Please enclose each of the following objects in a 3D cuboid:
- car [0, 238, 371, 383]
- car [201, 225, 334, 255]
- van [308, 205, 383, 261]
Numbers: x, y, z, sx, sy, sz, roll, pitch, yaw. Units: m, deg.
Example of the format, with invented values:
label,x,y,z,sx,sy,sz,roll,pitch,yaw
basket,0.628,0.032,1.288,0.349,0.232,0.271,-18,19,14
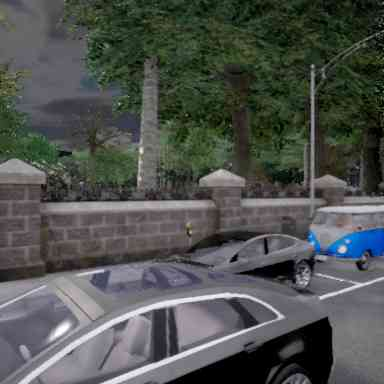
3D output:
label,x,y,z,sx,sy,sz,roll,pitch,yaw
car,-0.779,1.492,2.818,4.902,1.511,2.128,0,0,-35
car,0.996,1.564,7.474,4.313,1.339,1.947,0,0,-36
van,5.398,1.338,10.614,3.998,1.788,1.690,0,0,-36
